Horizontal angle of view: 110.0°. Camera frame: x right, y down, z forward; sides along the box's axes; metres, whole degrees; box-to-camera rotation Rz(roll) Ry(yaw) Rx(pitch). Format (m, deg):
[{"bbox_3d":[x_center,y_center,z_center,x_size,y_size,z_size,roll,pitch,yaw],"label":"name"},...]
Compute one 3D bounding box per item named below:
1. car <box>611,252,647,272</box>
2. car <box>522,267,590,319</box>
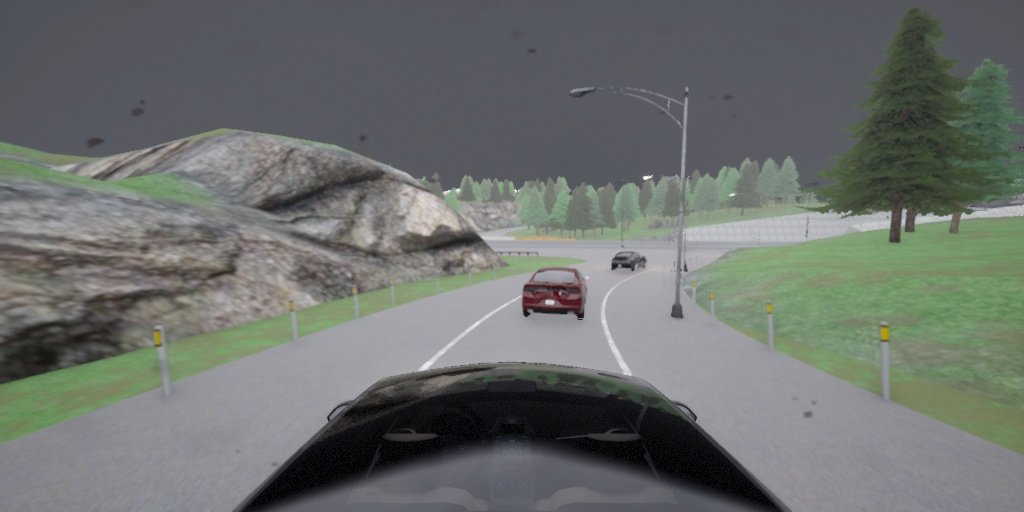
[{"bbox_3d":[9.715,0.363,29.537,1.837,1.490,4.892,3,5,36],"label":"car"},{"bbox_3d":[1.639,1.103,12.552,1.882,1.535,5.008,1,2,13],"label":"car"}]
